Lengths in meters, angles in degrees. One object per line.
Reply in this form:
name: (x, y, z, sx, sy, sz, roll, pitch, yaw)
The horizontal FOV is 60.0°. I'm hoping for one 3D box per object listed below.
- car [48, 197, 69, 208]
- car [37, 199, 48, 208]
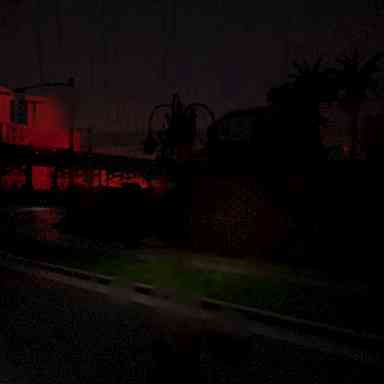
car: (-16.252, 1.350, 45.008, 2.128, 1.511, 4.902, 0, 0, 37)
car: (-19.332, 1.395, 46.735, 1.812, 1.442, 4.674, 0, 0, 37)
